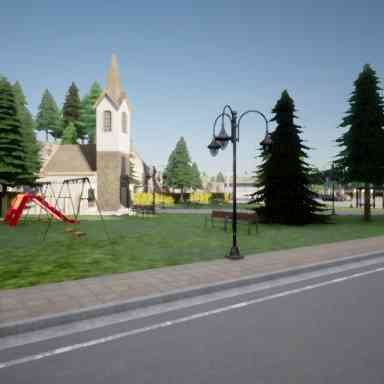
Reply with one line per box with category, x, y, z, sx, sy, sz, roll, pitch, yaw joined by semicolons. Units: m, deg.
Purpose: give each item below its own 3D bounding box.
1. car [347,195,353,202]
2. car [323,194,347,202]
car;33.159;1.342;74.396;2.152;1.636;5.027;0;0;-34
car;30.587;1.351;72.599;2.007;1.523;4.514;0;0;-34
